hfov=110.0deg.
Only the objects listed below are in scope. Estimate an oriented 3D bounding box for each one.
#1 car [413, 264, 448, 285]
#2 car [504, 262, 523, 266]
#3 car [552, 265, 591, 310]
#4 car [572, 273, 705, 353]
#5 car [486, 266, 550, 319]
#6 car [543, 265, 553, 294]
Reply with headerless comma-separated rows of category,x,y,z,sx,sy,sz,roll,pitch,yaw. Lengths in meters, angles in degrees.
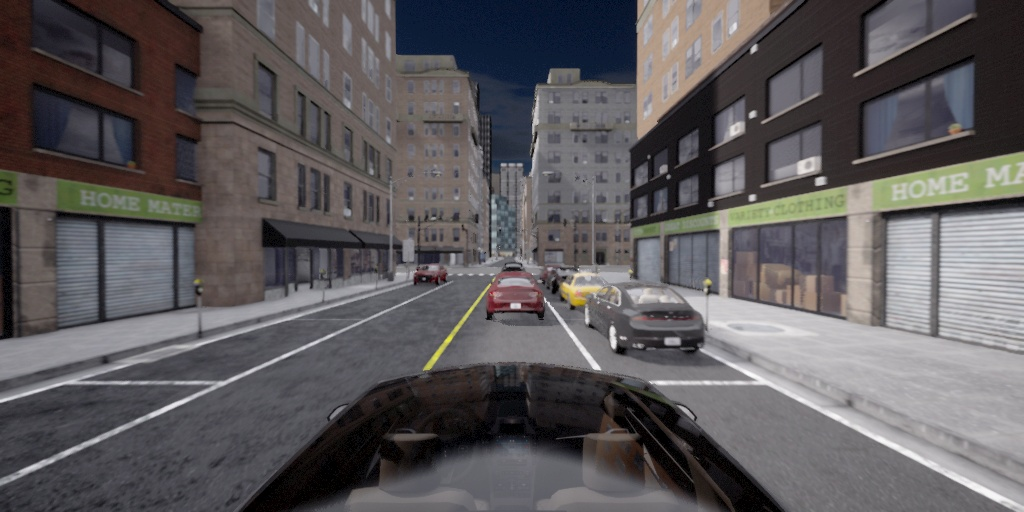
car,-5.664,1.236,25.346,1.888,1.381,4.507,0,0,0
car,0.105,1.191,27.083,1.837,1.490,4.892,0,0,0
car,2.877,1.245,14.344,1.751,1.417,4.829,0,0,0
car,2.874,1.284,8.588,2.007,1.370,4.403,0,0,0
car,0.094,1.250,12.482,1.812,1.442,4.674,0,0,0
car,2.879,1.271,19.760,1.948,1.339,4.313,0,0,0
